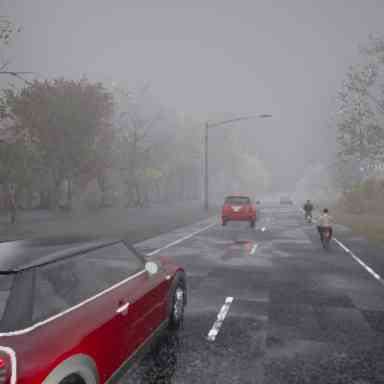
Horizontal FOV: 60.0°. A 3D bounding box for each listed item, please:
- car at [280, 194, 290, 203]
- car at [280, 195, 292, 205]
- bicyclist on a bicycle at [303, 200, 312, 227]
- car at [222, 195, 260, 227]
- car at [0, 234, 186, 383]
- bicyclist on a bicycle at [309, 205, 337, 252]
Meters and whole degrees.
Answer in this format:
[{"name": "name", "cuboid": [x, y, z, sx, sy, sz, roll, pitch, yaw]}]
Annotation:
[{"name": "car", "cuboid": [19.955, 1.365, 71.488, 2.097, 1.767, 4.553, 0, 0, 15]}, {"name": "car", "cuboid": [16.518, 1.571, 58.281, 1.994, 1.385, 4.181, 0, 0, 14]}, {"name": "bicyclist on a bicycle", "cuboid": [7.531, 1.372, 21.580, 0.659, 1.776, 1.843, 0, 0, 15]}, {"name": "car", "cuboid": [3.491, 1.223, 23.371, 2.150, 2.045, 5.566, 0, 0, 15]}, {"name": "car", "cuboid": [-1.589, 1.352, 4.489, 2.097, 1.767, 4.553, 0, 0, 15]}, {"name": "bicyclist on a bicycle", "cuboid": [5.148, 1.437, 12.825, 0.866, 1.612, 1.509, 0, 0, 15]}]
